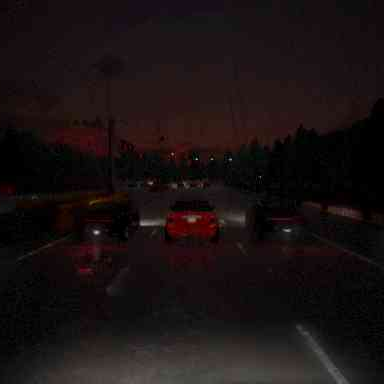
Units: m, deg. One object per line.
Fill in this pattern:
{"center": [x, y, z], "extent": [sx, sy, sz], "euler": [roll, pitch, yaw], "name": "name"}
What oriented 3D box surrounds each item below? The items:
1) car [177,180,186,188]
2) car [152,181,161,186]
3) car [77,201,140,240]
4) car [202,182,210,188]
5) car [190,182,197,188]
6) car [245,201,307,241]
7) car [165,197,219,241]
{"center": [-3.072, -1.889, 90.673], "extent": [1.812, 1.442, 4.674], "euler": [0, 2, 0], "name": "car"}
{"center": [-10.050, -2.228, 94.649], "extent": [2.150, 2.045, 5.566], "euler": [0, 2, 0], "name": "car"}
{"center": [-3.493, 1.135, 14.612], "extent": [1.837, 1.490, 4.892], "euler": [0, 2, 0], "name": "car"}
{"center": [3.928, -1.886, 90.634], "extent": [2.128, 1.511, 4.902], "euler": [0, 2, 0], "name": "car"}
{"center": [0.430, -1.886, 91.070], "extent": [2.128, 1.511, 4.902], "euler": [0, 2, 0], "name": "car"}
{"center": [3.507, 1.116, 14.574], "extent": [2.128, 1.511, 4.902], "euler": [0, 2, 0], "name": "car"}
{"center": [0.007, 0.987, 14.558], "extent": [2.097, 1.767, 4.553], "euler": [0, 2, 0], "name": "car"}
